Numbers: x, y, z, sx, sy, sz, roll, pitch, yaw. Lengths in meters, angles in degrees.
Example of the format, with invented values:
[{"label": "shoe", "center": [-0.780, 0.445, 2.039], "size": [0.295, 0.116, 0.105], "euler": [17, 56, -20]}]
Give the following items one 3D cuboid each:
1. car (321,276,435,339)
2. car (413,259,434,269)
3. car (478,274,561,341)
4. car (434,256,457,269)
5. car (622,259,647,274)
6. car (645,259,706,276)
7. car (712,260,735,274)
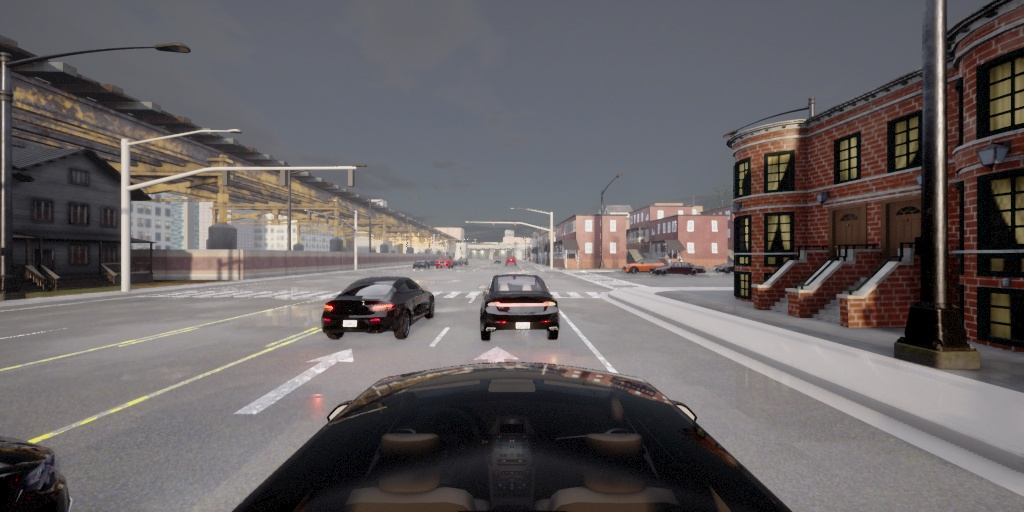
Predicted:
[{"label": "car", "center": [-3.450, 1.276, 9.951], "size": [1.812, 1.442, 4.674], "euler": [0, 0, 0]}, {"label": "car", "center": [-14.235, 1.314, 56.562], "size": [1.994, 1.385, 4.181], "euler": [0, 0, 0]}, {"label": "car", "center": [0.092, 1.241, 9.918], "size": [2.128, 1.511, 4.902], "euler": [0, 0, -3]}, {"label": "car", "center": [-10.743, 0.971, 57.662], "size": [2.150, 2.045, 5.566], "euler": [0, 0, -1]}, {"label": "car", "center": [14.742, 1.102, 40.214], "size": [4.553, 1.767, 2.097], "euler": [0, 0, 0]}, {"label": "car", "center": [16.898, 1.297, 36.730], "size": [5.357, 1.411, 2.033], "euler": [0, 0, 0]}, {"label": "car", "center": [25.145, 1.241, 40.245], "size": [4.902, 1.511, 2.128], "euler": [0, 0, 0]}]
